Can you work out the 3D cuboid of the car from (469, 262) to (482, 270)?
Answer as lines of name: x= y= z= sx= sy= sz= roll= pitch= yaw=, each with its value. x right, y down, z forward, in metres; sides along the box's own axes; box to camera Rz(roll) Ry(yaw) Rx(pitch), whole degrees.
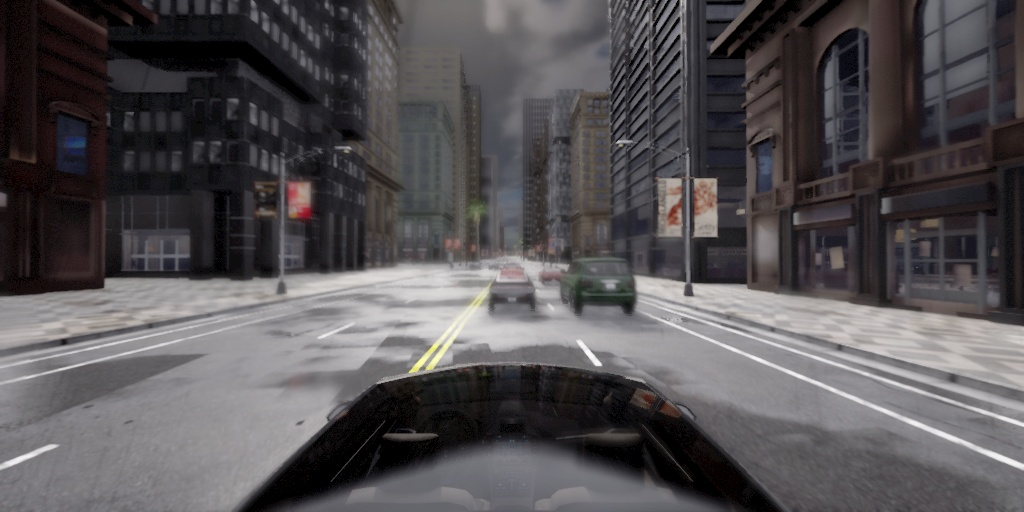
car: x=-6.522 y=1.850 z=65.082 sx=1.812 sy=1.442 sz=4.674 roll=0 pitch=0 yaw=1

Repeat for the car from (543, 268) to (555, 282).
car: x=3.269 y=1.628 z=30.092 sx=1.895 sy=1.301 sz=4.718 roll=0 pitch=-1 yaw=1

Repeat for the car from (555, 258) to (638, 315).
car: x=3.261 y=1.100 z=14.438 sx=2.150 sy=2.045 sz=5.566 roll=0 pitch=0 yaw=0

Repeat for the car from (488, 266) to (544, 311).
car: x=0.022 y=1.377 z=15.347 sx=2.128 sy=1.511 sz=4.902 roll=0 pitch=0 yaw=1

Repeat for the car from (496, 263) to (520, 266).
car: x=0.022 y=1.380 z=30.267 sx=2.097 sy=1.767 sz=4.553 roll=0 pitch=-1 yaw=0

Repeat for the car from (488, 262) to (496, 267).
car: x=-3.269 y=1.870 z=64.890 sx=2.033 sy=1.411 sz=5.357 roll=0 pitch=0 yaw=0
